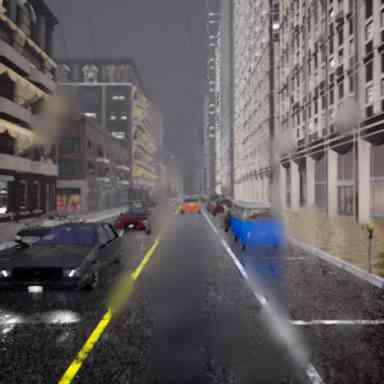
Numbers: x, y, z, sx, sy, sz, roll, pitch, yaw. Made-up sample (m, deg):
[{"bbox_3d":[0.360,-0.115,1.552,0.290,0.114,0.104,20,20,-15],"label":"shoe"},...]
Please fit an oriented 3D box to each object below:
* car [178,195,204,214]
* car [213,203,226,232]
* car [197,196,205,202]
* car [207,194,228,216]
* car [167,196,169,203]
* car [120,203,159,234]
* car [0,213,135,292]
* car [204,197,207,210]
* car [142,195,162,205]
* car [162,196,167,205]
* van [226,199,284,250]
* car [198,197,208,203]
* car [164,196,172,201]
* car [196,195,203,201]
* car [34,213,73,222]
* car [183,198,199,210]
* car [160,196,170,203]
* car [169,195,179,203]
[{"bbox_3d":[-0.110,1.396,36.216,2.097,1.767,4.553,0,0,-1],"label":"car"},{"bbox_3d":[2.585,1.566,19.748,2.008,1.369,4.403,0,0,0],"label":"car"},{"bbox_3d":[2.212,1.686,81.881,1.947,1.339,4.313,0,0,0],"label":"car"},{"bbox_3d":[2.929,1.384,32.630,2.097,1.767,4.553,0,0,0],"label":"car"},{"bbox_3d":[-6.066,1.658,64.886,2.008,1.369,4.403,0,0,0],"label":"car"},{"bbox_3d":[-3.190,1.594,19.384,1.994,1.385,4.181,0,0,0],"label":"car"},{"bbox_3d":[-3.144,1.566,9.328,2.033,1.411,5.357,0,0,0],"label":"car"},{"bbox_3d":[2.880,1.270,39.690,2.150,2.045,5.566,0,0,0],"label":"car"},{"bbox_3d":[-5.966,1.394,47.941,2.192,1.841,5.009,0,0,0],"label":"car"},{"bbox_3d":[-6.033,1.663,59.238,1.947,1.339,4.313,0,0,0],"label":"car"},{"bbox_3d":[2.618,1.349,14.100,1.690,1.788,3.998,0,0,0],"label":"van"},{"bbox_3d":[2.279,1.678,70.585,1.802,1.307,4.206,0,0,0],"label":"car"},{"bbox_3d":[-6.202,1.700,87.481,1.887,1.381,4.507,0,0,0],"label":"car"},{"bbox_3d":[2.144,1.586,93.179,1.967,1.590,4.097,0,0,0],"label":"car"},{"bbox_3d":[-5.762,1.582,14.050,2.008,1.369,4.403,0,0,0],"label":"car"},{"bbox_3d":[-0.161,1.608,46.320,2.033,1.411,5.357,0,0,-2],"label":"car"},{"bbox_3d":[-6.133,1.655,76.013,1.752,1.417,4.829,0,0,0],"label":"car"},{"bbox_3d":[-3.403,1.445,68.746,2.097,1.767,4.553,0,0,0],"label":"car"}]
